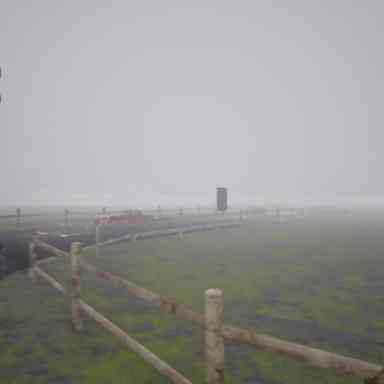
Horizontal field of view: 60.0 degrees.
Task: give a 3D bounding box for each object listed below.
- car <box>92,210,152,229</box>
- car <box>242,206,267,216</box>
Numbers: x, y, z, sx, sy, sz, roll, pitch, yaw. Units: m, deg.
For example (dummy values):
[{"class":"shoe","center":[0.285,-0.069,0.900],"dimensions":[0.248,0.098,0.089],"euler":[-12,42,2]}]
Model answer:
[{"class":"car","center":[-5.290,2.038,25.675],"dimensions":[1.895,1.301,4.718],"euler":[0,-1,36]},{"class":"car","center":[8.206,2.487,44.547],"dimensions":[1.895,1.301,4.718],"euler":[0,-1,36]}]
